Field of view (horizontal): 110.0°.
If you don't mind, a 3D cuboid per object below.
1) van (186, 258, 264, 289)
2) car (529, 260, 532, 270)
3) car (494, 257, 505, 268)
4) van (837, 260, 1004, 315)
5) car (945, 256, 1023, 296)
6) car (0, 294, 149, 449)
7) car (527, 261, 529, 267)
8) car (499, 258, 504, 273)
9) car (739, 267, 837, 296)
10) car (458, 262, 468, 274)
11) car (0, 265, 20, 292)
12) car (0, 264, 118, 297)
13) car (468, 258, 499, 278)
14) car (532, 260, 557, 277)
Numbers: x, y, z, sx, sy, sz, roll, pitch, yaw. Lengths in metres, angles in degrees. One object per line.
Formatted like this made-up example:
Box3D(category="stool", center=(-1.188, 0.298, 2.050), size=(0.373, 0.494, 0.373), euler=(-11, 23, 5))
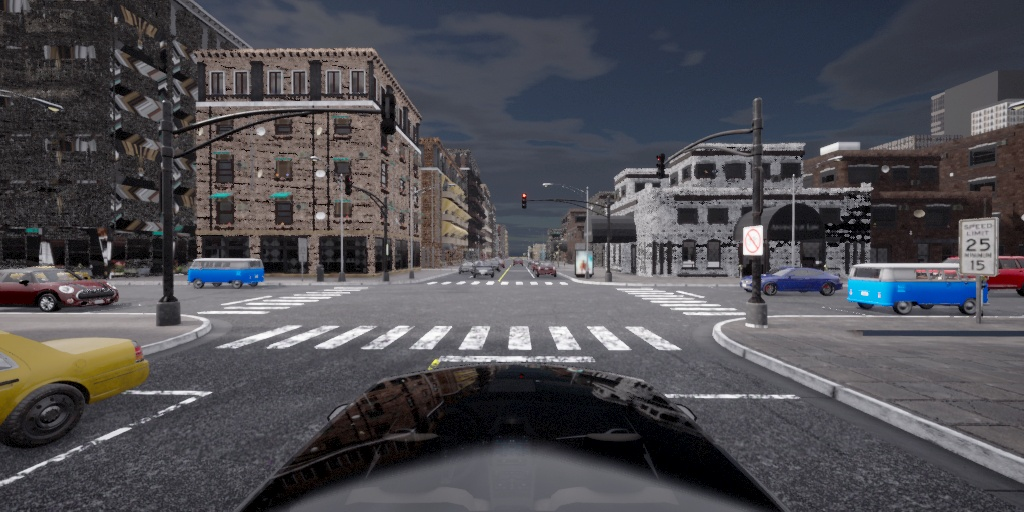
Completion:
Box3D(category="van", center=(-17.430, 1.030, 21.886), size=(3.998, 1.789, 1.690), euler=(0, 0, 1))
Box3D(category="car", center=(3.445, 1.347, 46.491), size=(1.802, 1.307, 4.207), euler=(0, 0, 1))
Box3D(category="car", center=(-2.118, 1.255, 58.566), size=(1.882, 1.535, 5.008), euler=(0, 1, 1))
Box3D(category="van", center=(14.849, 1.156, 13.198), size=(3.998, 1.789, 1.690), euler=(0, 0, 1))
Box3D(category="car", center=(24.350, 1.019, 18.891), size=(5.566, 2.045, 2.150), euler=(0, 0, 0))
Box3D(category="car", center=(-5.681, 1.275, 2.609), size=(1.751, 1.417, 4.829), euler=(0, 0, 1))
Box3D(category="car", center=(3.542, 1.321, 52.187), size=(2.007, 1.370, 4.403), euler=(0, 0, 1))
Box3D(category="car", center=(-2.372, 1.269, 44.769), size=(1.837, 1.490, 4.892), euler=(0, 0, 1))
Box3D(category="car", center=(14.688, 1.298, 18.982), size=(4.674, 1.442, 1.812), euler=(0, 0, 2))
Box3D(category="car", center=(-5.031, 1.311, 40.924), size=(2.007, 1.370, 4.403), euler=(0, 0, 1))
Box3D(category="car", center=(-30.187, 1.217, 19.412), size=(4.674, 1.442, 1.812), euler=(0, 0, 1))
Box3D(category="car", center=(-17.529, 1.190, 13.506), size=(4.097, 1.591, 1.967), euler=(0, 0, 1))
Box3D(category="car", center=(-2.571, 1.246, 33.722), size=(2.128, 1.511, 4.902), euler=(0, 0, -1))
Box3D(category="car", center=(3.253, 1.195, 35.099), size=(1.967, 1.591, 4.097), euler=(0, 0, 1))
